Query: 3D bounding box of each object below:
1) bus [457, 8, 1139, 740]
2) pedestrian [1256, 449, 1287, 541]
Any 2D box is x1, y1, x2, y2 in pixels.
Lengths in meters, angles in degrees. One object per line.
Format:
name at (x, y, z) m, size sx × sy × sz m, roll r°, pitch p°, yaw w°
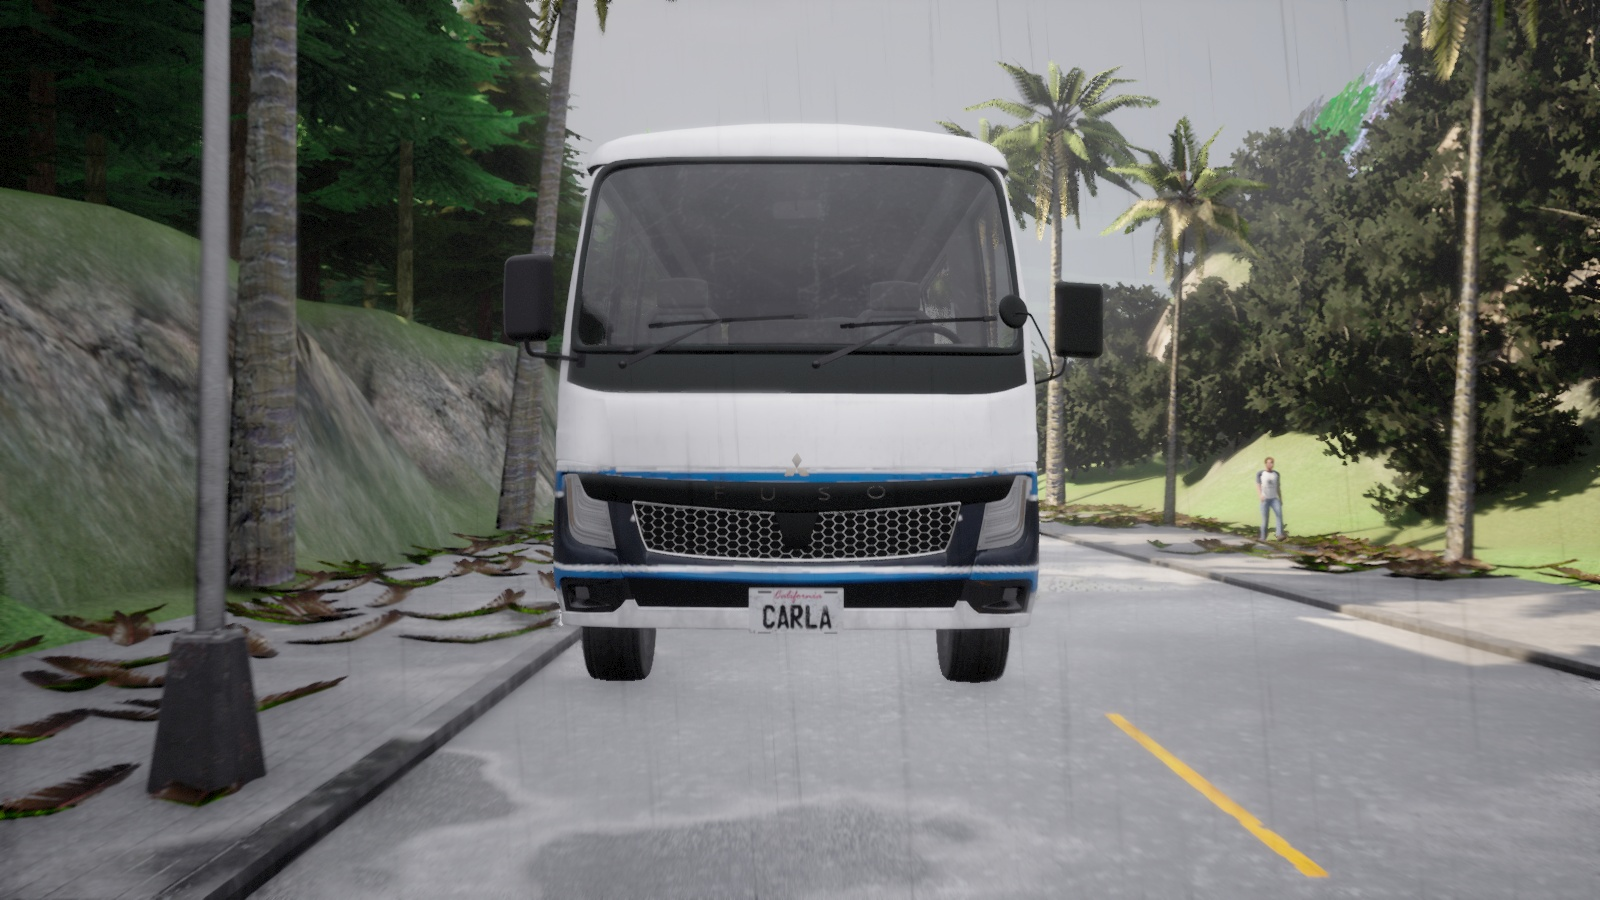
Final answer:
bus at (-0.032, -0.353, 12.444) m, size 3.944 × 4.253 × 10.273 m, roll 0°, pitch -1°, yaw 0°
pedestrian at (9.521, 0.905, 25.381) m, size 0.354 × 1.836 × 0.706 m, roll 0°, pitch -1°, yaw 0°
